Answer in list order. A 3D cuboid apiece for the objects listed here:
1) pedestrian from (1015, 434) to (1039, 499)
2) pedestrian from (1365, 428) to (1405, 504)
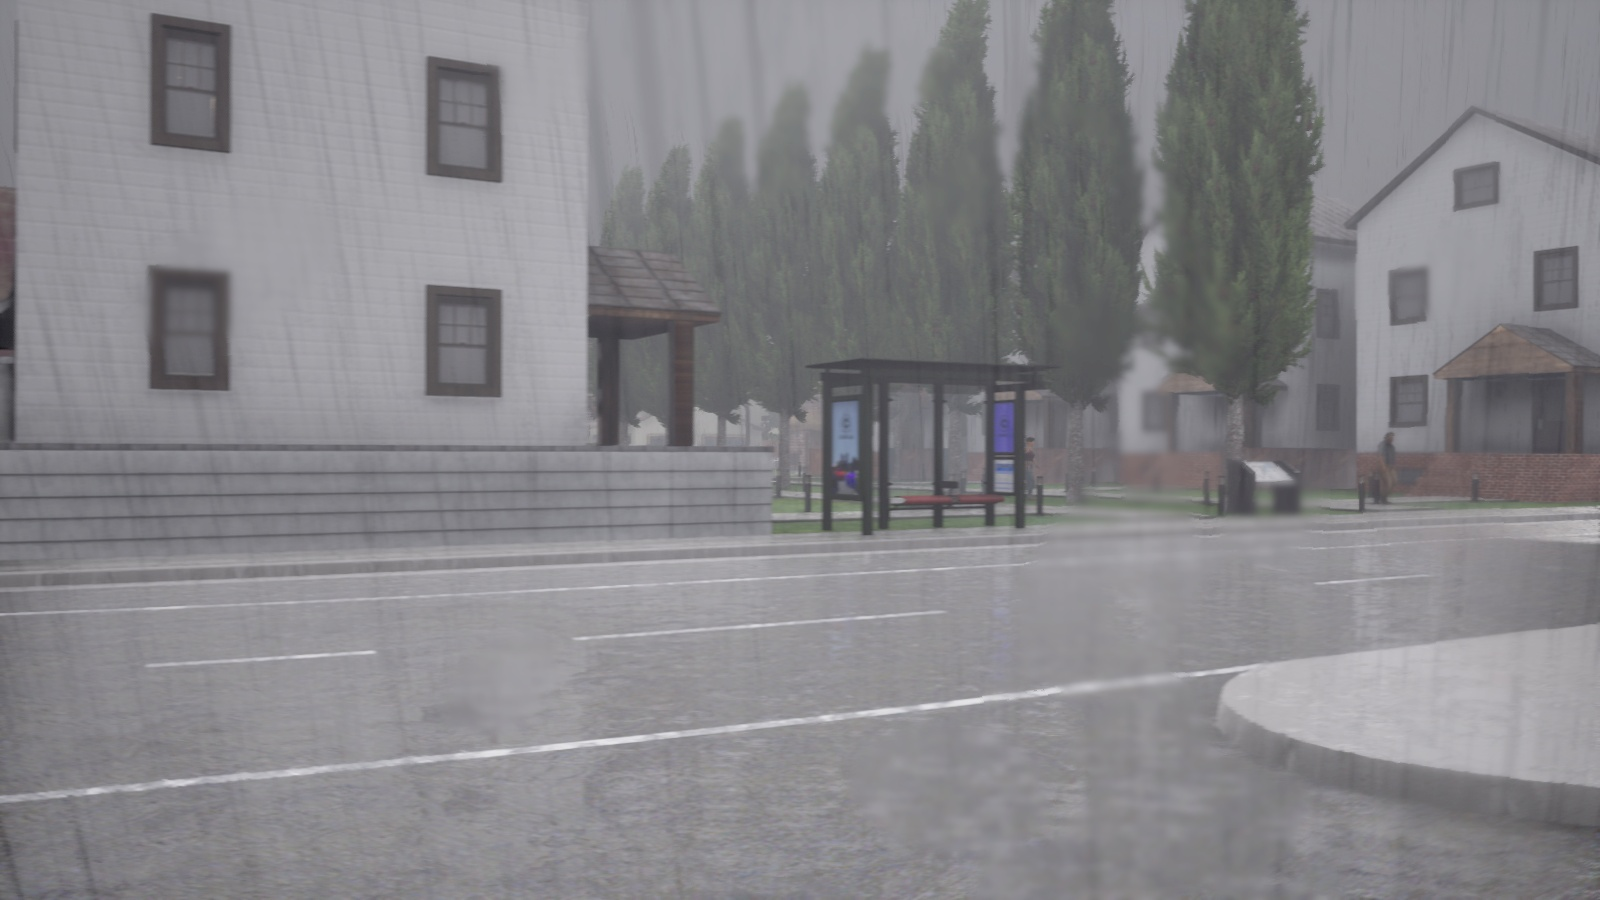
[{"bbox_3d":[6.388,0.461,35.262,0.594,1.836,0.345,0,0,24],"label":"pedestrian"},{"bbox_3d":[14.338,0.384,30.789,0.540,1.848,0.694,0,0,-29],"label":"pedestrian"}]
